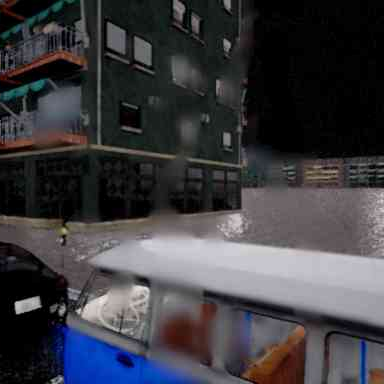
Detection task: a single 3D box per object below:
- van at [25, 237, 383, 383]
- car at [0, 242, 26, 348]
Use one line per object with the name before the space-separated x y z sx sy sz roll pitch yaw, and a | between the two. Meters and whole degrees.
van | 0.717 1.337 2.366 3.998 1.788 1.690 0 0 36
car | -3.872 1.528 5.641 4.313 1.339 1.947 0 0 36
